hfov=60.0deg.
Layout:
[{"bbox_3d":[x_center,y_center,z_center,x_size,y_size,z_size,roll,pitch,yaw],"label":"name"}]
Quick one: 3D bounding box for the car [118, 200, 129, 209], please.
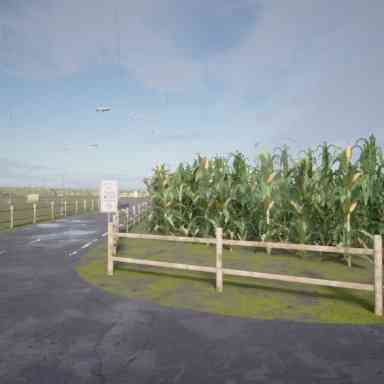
[{"bbox_3d":[-11.071,1.876,52.077,1.994,1.385,4.181,1,0,-4],"label":"car"}]
